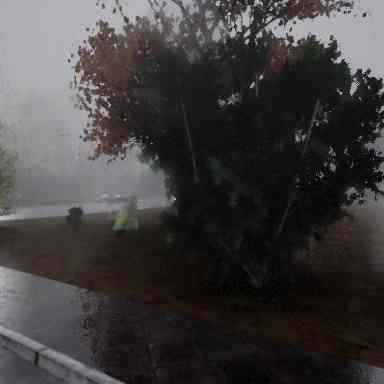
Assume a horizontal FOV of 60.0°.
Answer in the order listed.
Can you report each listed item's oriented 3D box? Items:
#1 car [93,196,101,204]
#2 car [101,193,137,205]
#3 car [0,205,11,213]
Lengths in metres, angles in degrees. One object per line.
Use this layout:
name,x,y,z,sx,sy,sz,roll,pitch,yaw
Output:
car,-12.943,1.023,51.181,1.837,1.490,4.892,0,3,39
car,-10.329,0.993,48.845,1.882,1.535,5.008,0,2,39
car,-21.715,1.639,34.684,1.895,1.301,4.718,0,1,39
